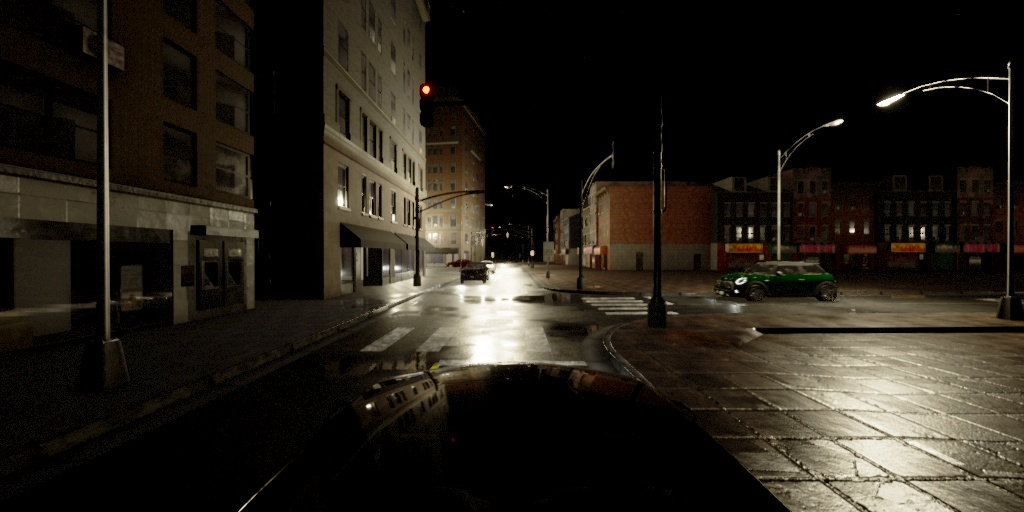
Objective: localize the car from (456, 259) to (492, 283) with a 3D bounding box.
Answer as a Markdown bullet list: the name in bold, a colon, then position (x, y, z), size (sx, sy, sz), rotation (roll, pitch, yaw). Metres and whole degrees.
- **car**: position (-2.838, 1.229, 27.929), size (1.882, 1.535, 5.008), rotation (0, 0, 0)

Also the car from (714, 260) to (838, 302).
- **car**: position (11.596, 1.050, 16.007), size (4.553, 1.767, 2.097), rotation (0, 0, 0)

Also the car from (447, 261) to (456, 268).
- **car**: position (-8.831, 1.279, 62.343), size (5.008, 1.535, 1.882), rotation (0, 0, 9)

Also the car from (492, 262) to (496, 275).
- **car**: position (-2.847, 1.280, 40.207), size (1.812, 1.442, 4.674), rotation (0, 0, 0)
